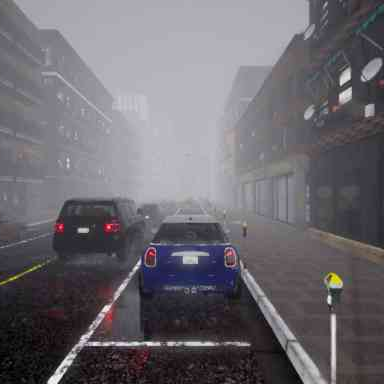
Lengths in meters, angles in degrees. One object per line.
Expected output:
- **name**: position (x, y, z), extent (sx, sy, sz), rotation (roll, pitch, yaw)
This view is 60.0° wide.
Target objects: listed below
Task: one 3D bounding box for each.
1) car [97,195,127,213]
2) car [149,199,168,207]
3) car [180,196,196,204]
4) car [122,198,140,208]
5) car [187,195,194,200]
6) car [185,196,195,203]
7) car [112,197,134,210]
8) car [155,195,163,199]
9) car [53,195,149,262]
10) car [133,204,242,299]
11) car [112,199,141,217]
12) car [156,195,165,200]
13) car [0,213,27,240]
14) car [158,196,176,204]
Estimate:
- **car**: position (-8.833, 1.314, 37.157), extent (2.192, 1.841, 5.009), rotation (0, 0, 0)
- **car**: position (-3.068, 1.526, 25.006), extent (1.812, 1.442, 4.674), rotation (0, 0, 0)
- **car**: position (-0.454, 1.525, 37.323), extent (1.752, 1.417, 4.829), rotation (0, 0, 0)
- **car**: position (-8.834, 1.543, 48.430), extent (1.887, 1.381, 4.507), rotation (0, 0, 0)
- **car**: position (-0.452, 1.513, 93.685), extent (1.752, 1.417, 4.829), rotation (0, 0, 0)
- **car**: position (-0.453, 1.545, 70.970), extent (2.008, 1.369, 4.403), rotation (0, 0, 0)
- **car**: position (-8.834, 1.439, 42.793), extent (1.967, 1.590, 4.097), rotation (0, 0, 0)
- **car**: position (-8.834, 1.541, 87.882), extent (2.008, 1.369, 4.403), rotation (0, 0, 0)
- **car**: position (-3.146, 1.220, 12.310), extent (2.150, 2.045, 5.566), rotation (0, 0, 0)
- **car**: position (-0.032, 1.353, 8.619), extent (2.097, 1.767, 4.553), rotation (0, 0, 0)
- **car**: position (-6.239, 1.504, 32.101), extent (1.837, 1.490, 4.892), rotation (0, 0, 0)
- **car**: position (-8.834, 1.539, 93.519), extent (2.008, 1.369, 4.403), rotation (0, 0, 0)
- **car**: position (-8.835, 1.583, 14.612), extent (1.802, 1.307, 4.206), rotation (0, 0, 0)
- **car**: position (-3.053, 1.599, 44.295), extent (1.895, 1.301, 4.718), rotation (0, 0, 0)
